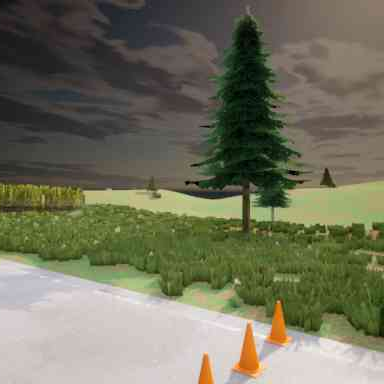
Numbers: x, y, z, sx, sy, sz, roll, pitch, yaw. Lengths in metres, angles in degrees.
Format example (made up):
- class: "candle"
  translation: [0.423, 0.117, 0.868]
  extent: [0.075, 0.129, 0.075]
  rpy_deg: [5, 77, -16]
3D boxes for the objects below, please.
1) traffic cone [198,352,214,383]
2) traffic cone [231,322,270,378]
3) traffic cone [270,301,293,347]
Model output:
- class: "traffic cone"
  translation: [0.145, 1.955, 3.431]
  extent: [0.340, 0.580, 0.340]
  rpy_deg: [0, 0, 36]
- class: "traffic cone"
  translation: [0.729, 1.955, 4.242]
  extent: [0.340, 0.580, 0.340]
  rpy_deg: [0, 0, 36]
- class: "traffic cone"
  translation: [1.314, 1.955, 5.053]
  extent: [0.340, 0.580, 0.340]
  rpy_deg: [0, 0, 36]
